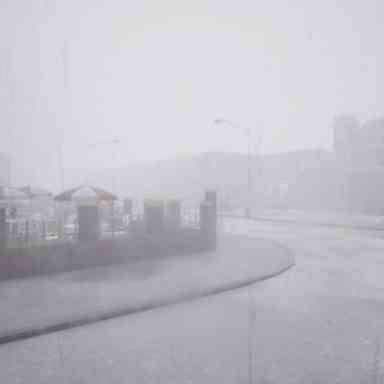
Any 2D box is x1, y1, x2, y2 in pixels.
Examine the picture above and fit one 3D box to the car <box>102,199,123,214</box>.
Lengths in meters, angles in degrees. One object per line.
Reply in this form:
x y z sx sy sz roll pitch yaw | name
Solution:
-8.608 1.306 35.201 2.097 1.767 4.553 0 0 -35 | car
